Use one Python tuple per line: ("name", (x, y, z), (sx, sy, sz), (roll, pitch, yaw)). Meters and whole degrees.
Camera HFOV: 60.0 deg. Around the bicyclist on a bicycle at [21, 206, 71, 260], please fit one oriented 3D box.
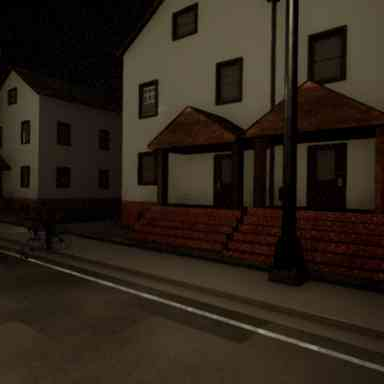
("bicyclist on a bicycle", (-4.678, 1.229, 10.597), (0.582, 1.620, 1.656), (1, 10, 39))
